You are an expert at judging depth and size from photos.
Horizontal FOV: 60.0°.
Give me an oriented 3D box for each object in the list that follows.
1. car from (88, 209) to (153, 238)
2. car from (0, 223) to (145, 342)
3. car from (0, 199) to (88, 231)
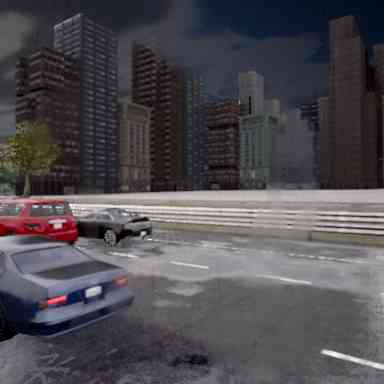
[{"bbox_3d":[-4.032,1.547,15.466,4.902,1.511,2.128,0,0,36],"label":"car"},{"bbox_3d":[-3.554,1.579,6.529,5.357,1.411,2.033,0,0,35],"label":"car"},{"bbox_3d":[-6.874,1.281,13.196,5.566,2.045,2.150,0,0,36],"label":"car"}]
